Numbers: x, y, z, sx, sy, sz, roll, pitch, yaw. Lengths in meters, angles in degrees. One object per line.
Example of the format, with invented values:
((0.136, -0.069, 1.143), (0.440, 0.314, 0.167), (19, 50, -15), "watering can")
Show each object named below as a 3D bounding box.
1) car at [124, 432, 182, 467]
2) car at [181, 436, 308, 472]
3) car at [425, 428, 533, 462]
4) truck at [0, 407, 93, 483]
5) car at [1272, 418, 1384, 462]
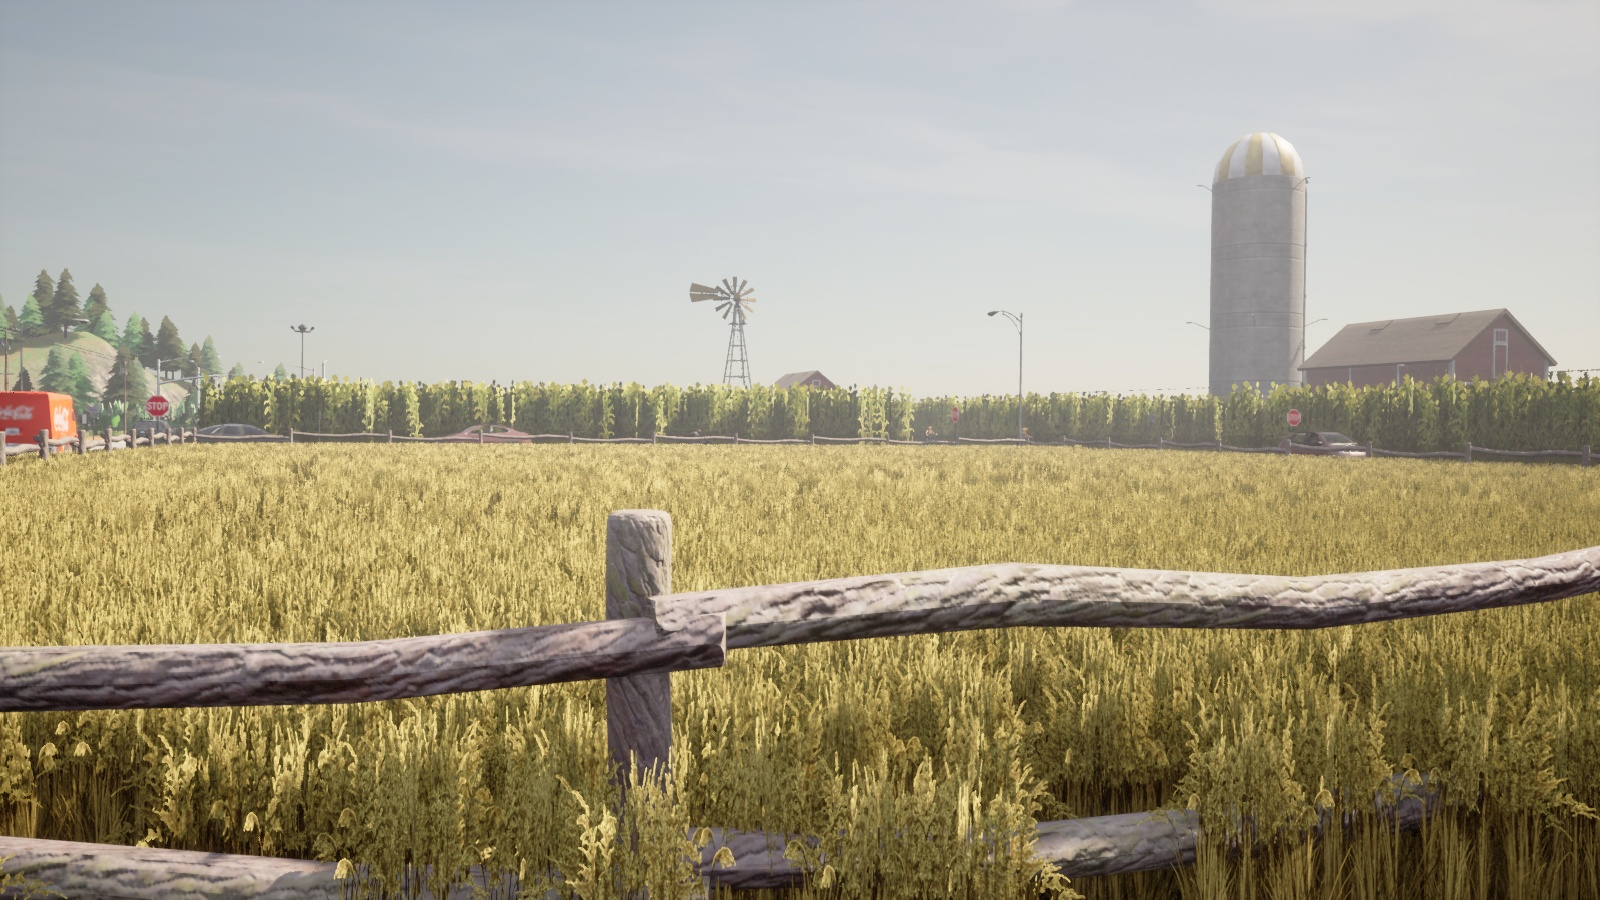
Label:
((-34.766, -0.068, 67.576), (2.097, 1.767, 4.553), (-1, 1, -19), "car")
((-24.733, 0.160, 55.957), (4.892, 1.490, 1.837), (-1, 1, -34), "car")
((-16.020, -0.270, 62.643), (5.027, 1.651, 2.152), (-1, 1, -19), "car")
((-26.346, -0.128, 43.113), (2.627, 2.467, 5.204), (-1, -1, -19), "truck")
((20.393, -0.412, 48.684), (1.851, 1.617, 3.988), (-1, 1, -19), "car")
